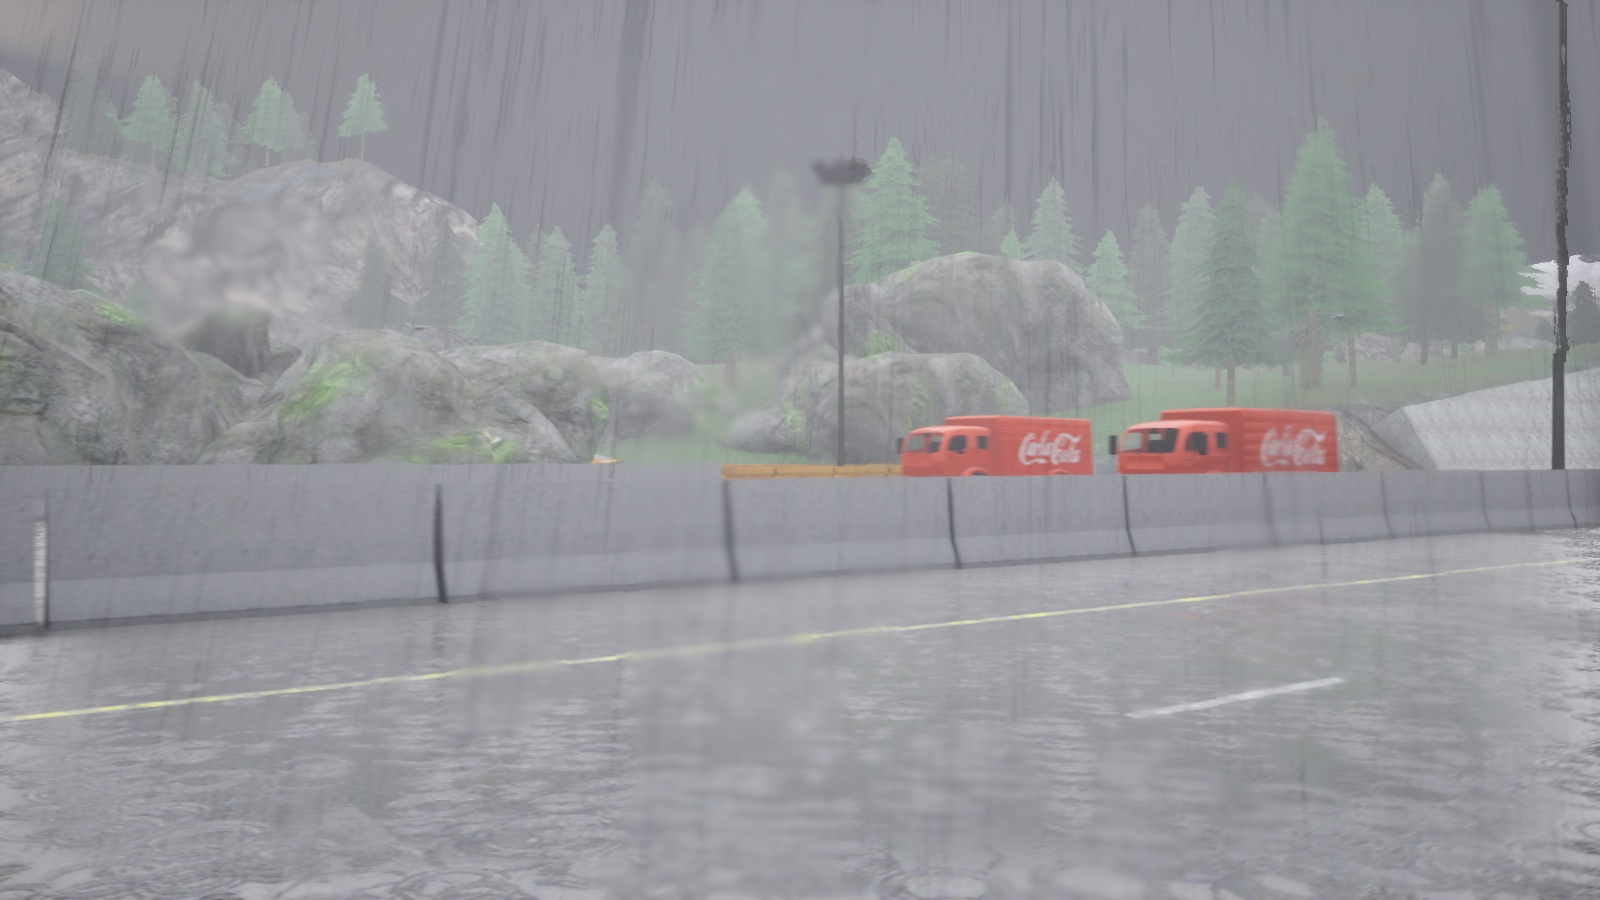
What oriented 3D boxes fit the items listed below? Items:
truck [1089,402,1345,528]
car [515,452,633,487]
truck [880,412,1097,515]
[{"bbox_3d":[9.006,0.310,26.986,5.204,2.467,2.627,0,0,-35],"label":"truck"},{"bbox_3d":[-10.224,0.853,56.722,5.008,1.535,1.882,0,0,22],"label":"car"},{"bbox_3d":[4.932,0.332,32.679,5.204,2.467,2.627,0,0,-35],"label":"truck"}]
